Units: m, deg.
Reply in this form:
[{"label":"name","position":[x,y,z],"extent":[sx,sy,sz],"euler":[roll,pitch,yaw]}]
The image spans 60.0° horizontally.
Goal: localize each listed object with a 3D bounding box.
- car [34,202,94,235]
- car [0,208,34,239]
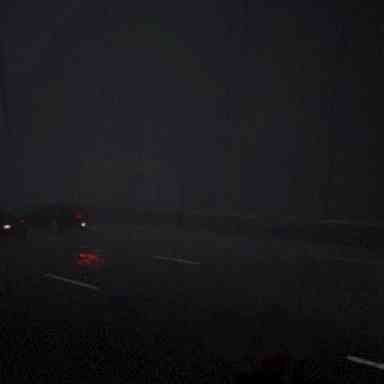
[{"label":"car","position":[-7.321,1.320,17.806],"extent":[4.892,1.490,1.837],"euler":[1,1,35]},{"label":"car","position":[-9.264,1.380,14.893],"extent":[4.181,1.385,1.994],"euler":[1,1,35]}]
